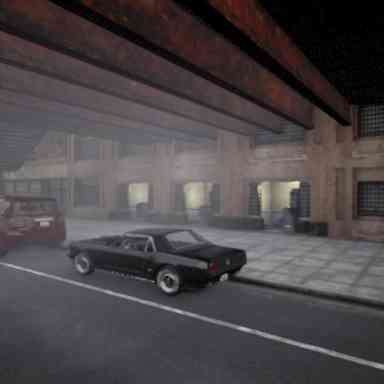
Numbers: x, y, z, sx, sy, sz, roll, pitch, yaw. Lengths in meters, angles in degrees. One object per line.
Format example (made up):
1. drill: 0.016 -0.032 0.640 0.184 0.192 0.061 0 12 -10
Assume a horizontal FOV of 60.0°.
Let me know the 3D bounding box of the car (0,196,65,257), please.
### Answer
1. car: -7.187 1.165 12.797 5.566 2.045 2.435 0 0 35

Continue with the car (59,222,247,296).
1. car: -1.118 1.568 8.572 4.718 1.301 1.895 0 0 35
